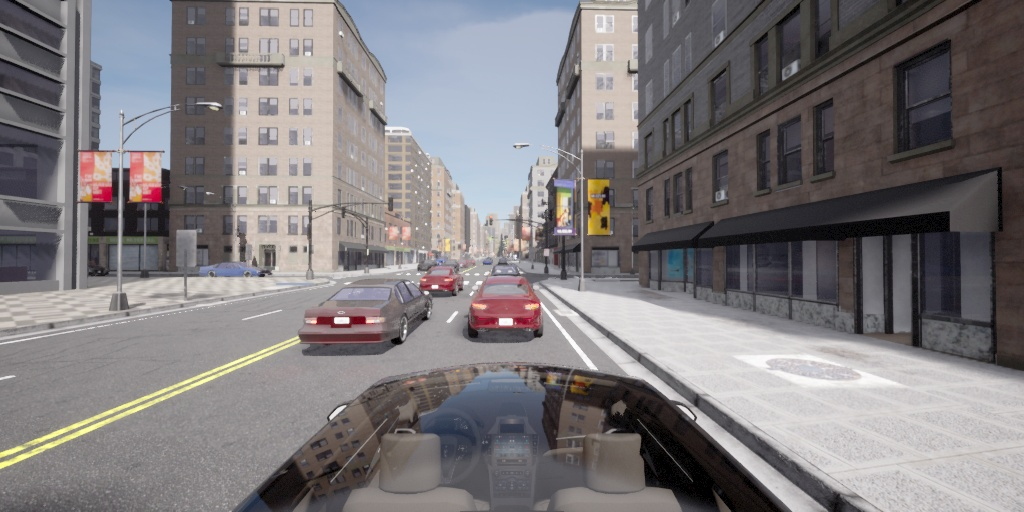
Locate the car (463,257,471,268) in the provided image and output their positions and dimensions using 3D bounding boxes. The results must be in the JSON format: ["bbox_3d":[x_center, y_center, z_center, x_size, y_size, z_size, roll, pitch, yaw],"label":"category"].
[{"bbox_3d":[-8.096,1.242,57.790,1.812,1.442,4.674,0,0,-1],"label":"car"}]

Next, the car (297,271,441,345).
[{"bbox_3d":[-3.409,1.298,9.469,2.033,1.411,5.357,0,0,-2],"label":"car"}]

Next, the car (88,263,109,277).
[{"bbox_3d":[-36.968,1.153,30.319,4.181,1.385,1.994,0,-1,-2],"label":"car"}]

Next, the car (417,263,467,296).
[{"bbox_3d":[-3.660,1.274,19.057,1.812,1.442,4.674,0,0,-1],"label":"car"}]

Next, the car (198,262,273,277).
[{"bbox_3d":[-23.667,1.194,30.735,5.357,1.411,2.033,0,-1,1],"label":"car"}]

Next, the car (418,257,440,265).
[{"bbox_3d":[-11.082,1.205,47.241,1.882,1.535,5.008,0,0,-1],"label":"car"}]

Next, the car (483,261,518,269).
[{"bbox_3d":[-0.405,1.239,19.234,2.128,1.511,4.902,0,0,-3],"label":"car"}]

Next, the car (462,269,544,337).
[{"bbox_3d":[-0.179,1.276,10.150,1.812,1.442,4.674,0,0,-1],"label":"car"}]

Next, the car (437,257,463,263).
[{"bbox_3d":[-7.785,1.206,45.538,1.882,1.535,5.008,0,0,-2],"label":"car"}]
